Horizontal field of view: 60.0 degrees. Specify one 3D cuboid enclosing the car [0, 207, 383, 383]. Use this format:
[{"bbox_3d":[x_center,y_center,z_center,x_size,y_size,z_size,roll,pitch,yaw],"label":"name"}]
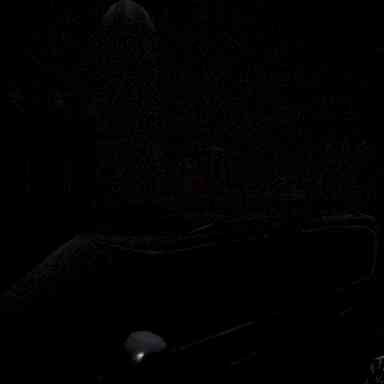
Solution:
[{"bbox_3d":[-0.200,1.217,2.928,5.566,2.045,2.150,0,0,-35],"label":"car"}]
